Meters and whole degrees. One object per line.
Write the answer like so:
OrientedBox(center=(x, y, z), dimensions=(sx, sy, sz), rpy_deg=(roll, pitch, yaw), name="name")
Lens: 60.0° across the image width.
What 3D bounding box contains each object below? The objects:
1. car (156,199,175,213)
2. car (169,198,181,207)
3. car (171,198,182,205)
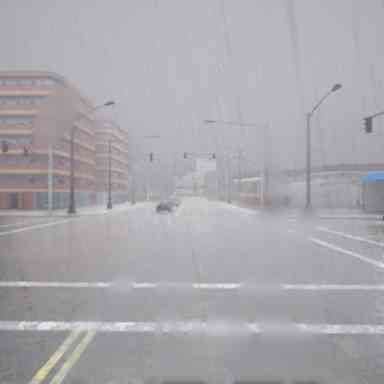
OrientedBox(center=(-3.581, 1.950, 43.184), dimensions=(1.895, 1.301, 4.718), rpy_deg=(0, 0, 0), name="car")
OrientedBox(center=(-3.542, 1.837, 60.025), dimensions=(2.097, 1.767, 4.553), rpy_deg=(0, 0, 1), name="car")
OrientedBox(center=(-3.474, 2.131, 74.993), dimensions=(2.128, 1.511, 4.902), rpy_deg=(0, 0, 0), name="car")
